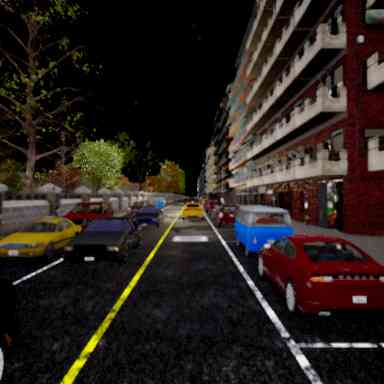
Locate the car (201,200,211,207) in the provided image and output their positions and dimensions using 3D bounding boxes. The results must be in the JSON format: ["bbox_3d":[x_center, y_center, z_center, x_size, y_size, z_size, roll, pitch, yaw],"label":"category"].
[{"bbox_3d":[2.659,2.176,63.863,1.802,1.307,4.206,0,-1,0],"label":"car"}]

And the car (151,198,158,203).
[{"bbox_3d":[-5.708,1.812,41.340,1.967,1.590,4.097,0,-1,0],"label":"car"}]

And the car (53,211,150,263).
[{"bbox_3d":[-3.088,1.658,12.705,2.033,1.411,5.357,0,0,0],"label":"car"}]

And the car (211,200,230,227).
[{"bbox_3d":[2.680,1.655,24.455,1.967,1.590,4.097,0,-1,0],"label":"car"}]

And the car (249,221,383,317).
[{"bbox_3d":[2.689,1.610,7.564,1.887,1.381,4.507,0,0,0],"label":"car"}]

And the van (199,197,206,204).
[{"bbox_3d":[2.648,2.174,86.385,1.690,1.788,3.998,0,-1,0],"label":"van"}]

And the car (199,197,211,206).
[{"bbox_3d":[2.656,1.968,69.495,2.192,1.841,5.009,0,-1,0],"label":"car"}]

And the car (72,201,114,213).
[{"bbox_3d":[-5.697,1.480,18.822,2.192,1.841,5.009,0,-1,0],"label":"car"}]

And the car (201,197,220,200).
[{"bbox_3d":[2.672,1.686,41.346,2.192,1.841,5.009,0,-1,0],"label":"car"}]

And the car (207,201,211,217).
[{"bbox_3d":[2.677,1.817,30.084,2.008,1.369,4.403,0,-1,0],"label":"car"}]

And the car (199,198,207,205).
[{"bbox_3d":[2.650,2.213,80.753,1.967,1.590,4.097,0,-1,0],"label":"car"}]

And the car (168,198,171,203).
[{"bbox_3d":[-5.721,2.145,63.858,2.008,1.369,4.403,0,-1,0],"label":"car"}]

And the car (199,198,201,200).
[{"bbox_3d":[0.025,1.985,46.456,1.994,1.385,4.181,0,0,0],"label":"car"}]

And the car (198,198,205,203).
[{"bbox_3d":[2.644,2.460,92.013,1.947,1.339,4.313,0,-1,0],"label":"car"}]

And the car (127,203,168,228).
[{"bbox_3d":[-3.084,1.762,24.492,2.033,1.411,5.357,0,0,1],"label":"car"}]

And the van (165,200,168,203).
[{"bbox_3d":[-5.717,1.878,58.230,1.690,1.788,3.998,0,-1,0],"label":"van"}]

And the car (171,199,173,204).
[{"bbox_3d":[-5.732,2.357,86.209,1.752,1.417,4.829,0,-1,0],"label":"car"}]

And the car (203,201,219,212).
[{"bbox_3d":[2.668,1.976,46.974,2.008,1.369,4.403,0,-1,0],"label":"car"}]

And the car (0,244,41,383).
[{"bbox_3d":[-3.092,1.497,2.116,1.882,1.535,5.008,0,0,0],"label":"car"}]

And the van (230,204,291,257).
[{"bbox_3d":[2.687,1.455,13.196,1.690,1.788,3.998,0,-1,0],"label":"van"}]

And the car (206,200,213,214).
[{"bbox_3d":[2.674,1.863,35.714,1.887,1.381,4.507,0,-1,0],"label":"car"}]

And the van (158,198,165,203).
[{"bbox_3d":[-5.715,1.822,52.601,1.690,1.788,3.998,0,-1,0],"label":"van"}]

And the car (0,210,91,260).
[{"bbox_3d":[-5.694,1.638,13.021,1.752,1.417,4.829,0,0,0],"label":"car"}]

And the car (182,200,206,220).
[{"bbox_3d":[0.082,1.754,31.127,1.882,1.535,5.008,0,-1,0],"label":"car"}]

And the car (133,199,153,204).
[{"bbox_3d":[-5.706,1.759,35.712,1.967,1.590,4.097,0,-1,0],"label":"car"}]
